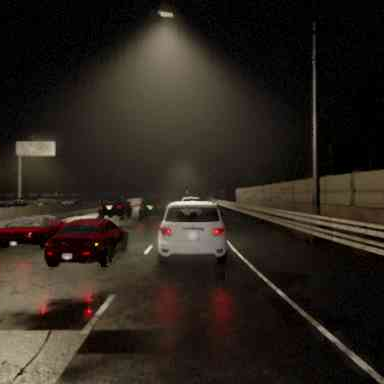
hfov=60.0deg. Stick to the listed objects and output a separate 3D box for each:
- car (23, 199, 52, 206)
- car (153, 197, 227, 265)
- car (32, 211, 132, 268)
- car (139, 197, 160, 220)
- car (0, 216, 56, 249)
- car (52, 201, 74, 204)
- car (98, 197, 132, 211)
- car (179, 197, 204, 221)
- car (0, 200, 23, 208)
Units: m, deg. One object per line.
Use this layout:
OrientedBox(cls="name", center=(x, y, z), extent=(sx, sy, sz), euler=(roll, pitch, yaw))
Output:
OrientedBox(cls="car", center=(-21.395, 1.774, 47.117), extent=(2.097, 1.767, 4.553), euler=(0, -1, 0))
OrientedBox(cls="car", center=(0.030, 1.334, 12.308), extent=(2.150, 2.045, 5.566), euler=(0, 0, 0))
OrientedBox(cls="car", center=(-3.465, 1.629, 11.570), extent=(1.812, 1.442, 4.674), euler=(0, 0, 0))
OrientedBox(cls="car", center=(-3.568, 1.498, 31.000), extent=(2.150, 2.045, 5.566), euler=(0, -1, 0))
OrientedBox(cls="car", center=(-6.970, 1.737, 15.243), extent=(1.895, 1.301, 4.718), euler=(0, 0, 0))
OrientedBox(cls="car", center=(-17.901, 1.992, 47.715), extent=(1.994, 1.385, 4.181), euler=(0, -1, 0))
OrientedBox(cls="car", center=(-7.066, 1.497, 30.984), extent=(2.150, 2.045, 5.566), euler=(0, -1, 0))
OrientedBox(cls="car", center=(-0.067, 1.499, 31.051), extent=(2.150, 2.045, 5.566), euler=(0, -1, 0))
OrientedBox(cls="car", center=(-24.884, 1.889, 46.004), extent=(1.882, 1.535, 5.008), euler=(0, -1, 0))
